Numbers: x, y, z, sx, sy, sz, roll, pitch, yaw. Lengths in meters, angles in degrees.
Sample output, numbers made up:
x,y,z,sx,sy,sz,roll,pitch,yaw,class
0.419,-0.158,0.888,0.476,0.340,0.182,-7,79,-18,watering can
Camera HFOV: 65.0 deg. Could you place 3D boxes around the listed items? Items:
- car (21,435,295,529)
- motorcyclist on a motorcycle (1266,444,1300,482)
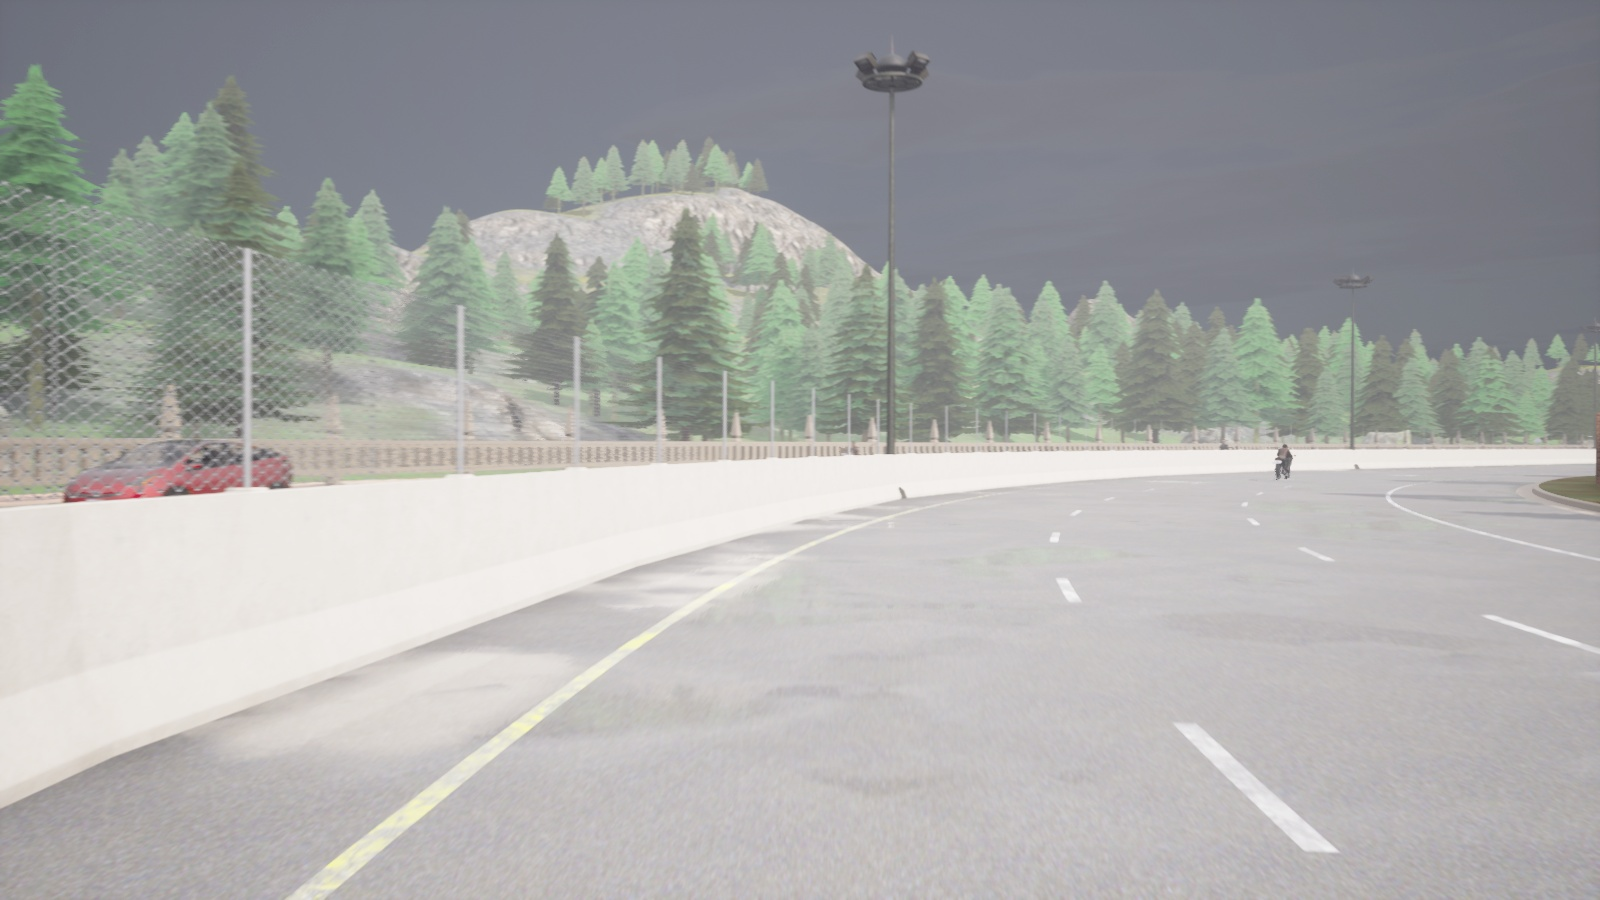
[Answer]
x,y,z,sx,sy,sz,roll,pitch,yaw,class
-11.433,0.512,22.777,2.007,1.525,4.514,0,0,12,car
20.124,0.530,52.274,0.797,1.523,2.044,2,1,35,motorcyclist on a motorcycle
